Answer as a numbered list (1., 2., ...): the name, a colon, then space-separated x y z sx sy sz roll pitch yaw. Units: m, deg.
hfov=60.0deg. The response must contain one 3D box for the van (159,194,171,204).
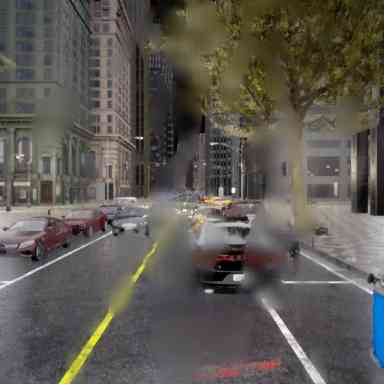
1. van: -5.677 1.377 66.421 1.690 1.788 3.998 0 0 0

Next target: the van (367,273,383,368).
1. van: 2.763 1.341 2.086 1.690 1.788 3.998 0 0 0

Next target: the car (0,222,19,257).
1. car: -5.754 1.551 6.784 2.008 1.369 4.403 0 0 0

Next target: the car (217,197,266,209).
1. car: 2.788 1.317 17.952 2.192 1.841 5.009 0 0 0

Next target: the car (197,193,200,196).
1. car: 2.911 1.590 88.661 1.752 1.417 4.829 0 0 0

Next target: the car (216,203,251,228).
1. car: 2.796 1.548 23.241 1.887 1.381 4.507 0 0 0

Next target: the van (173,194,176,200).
1. van: -5.648 1.398 82.996 1.690 1.788 3.998 0 0 0

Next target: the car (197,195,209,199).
1. car: 3.553 1.444 43.888 5.008 1.535 1.882 -2 1 -29

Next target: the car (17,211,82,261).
1. car: -5.745 1.582 12.197 1.802 1.307 4.206 0 0 0

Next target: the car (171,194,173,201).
1. car: -5.666 1.587 71.946 1.887 1.381 4.507 0 0 0

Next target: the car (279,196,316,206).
1. car: 14.439 1.243 45.524 4.902 1.511 2.128 -1 0 1

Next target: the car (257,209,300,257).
1. car: 2.780 1.551 12.663 2.008 1.369 4.403 0 0 0

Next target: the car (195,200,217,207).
1. car: 0.930 1.457 18.995 1.801 1.575 5.366 0 0 0

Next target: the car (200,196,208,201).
1. car: 2.903 1.602 82.965 1.887 1.381 4.507 0 0 0

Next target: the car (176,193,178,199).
1. car: -5.628 1.654 94.046 1.802 1.307 4.206 0 0 0

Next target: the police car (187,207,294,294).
1. police car: 0.914 1.425 8.915 1.930 1.638 5.238 0 0 0

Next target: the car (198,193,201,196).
1. car: 2.896 1.594 77.440 1.887 1.381 4.507 0 0 0

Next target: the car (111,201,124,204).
1. car: -5.729 1.569 23.024 1.947 1.339 4.313 0 0 0

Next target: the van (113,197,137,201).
1. van: -5.721 1.347 28.437 1.690 1.788 3.998 0 0 0

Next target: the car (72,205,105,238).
1. car: -5.737 1.546 17.611 1.887 1.381 4.507 0 0 0

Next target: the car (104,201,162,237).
1. car: -2.972 1.493 18.110 2.128 1.511 4.902 0 0 0

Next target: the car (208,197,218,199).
1. car: 2.819 1.534 33.992 1.752 1.417 4.829 0 0 0
